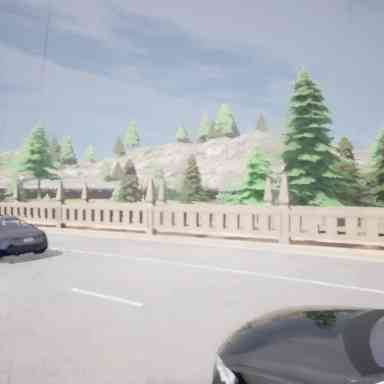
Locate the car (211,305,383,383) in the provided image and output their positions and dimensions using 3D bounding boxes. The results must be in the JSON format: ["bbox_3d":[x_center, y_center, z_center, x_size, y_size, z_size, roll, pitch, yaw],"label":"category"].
[{"bbox_3d":[2.386,1.471,2.089,4.902,1.511,2.128,0,0,36],"label":"car"}]

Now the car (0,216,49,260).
[{"bbox_3d":[-7.273,1.598,12.181,4.181,1.385,1.994,0,0,29],"label":"car"}]
